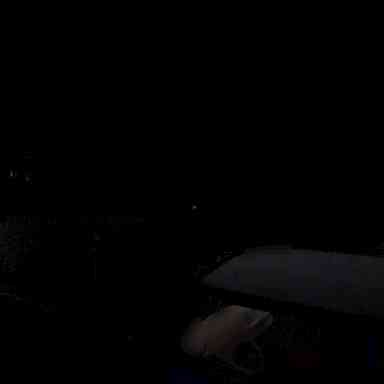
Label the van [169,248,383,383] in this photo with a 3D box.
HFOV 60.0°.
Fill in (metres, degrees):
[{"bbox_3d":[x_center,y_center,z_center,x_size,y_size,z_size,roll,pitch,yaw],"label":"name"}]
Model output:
[{"bbox_3d":[1.662,1.339,1.777,3.998,1.788,1.690,0,0,36],"label":"van"}]
